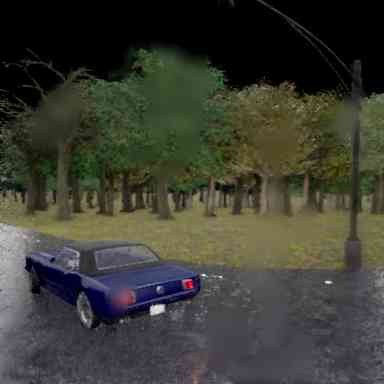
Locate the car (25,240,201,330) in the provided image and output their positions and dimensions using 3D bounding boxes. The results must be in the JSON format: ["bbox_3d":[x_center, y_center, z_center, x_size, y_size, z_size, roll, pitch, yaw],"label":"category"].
[{"bbox_3d":[-2.033,1.705,7.212,1.895,1.301,4.718,0,-1,-41],"label":"car"}]
